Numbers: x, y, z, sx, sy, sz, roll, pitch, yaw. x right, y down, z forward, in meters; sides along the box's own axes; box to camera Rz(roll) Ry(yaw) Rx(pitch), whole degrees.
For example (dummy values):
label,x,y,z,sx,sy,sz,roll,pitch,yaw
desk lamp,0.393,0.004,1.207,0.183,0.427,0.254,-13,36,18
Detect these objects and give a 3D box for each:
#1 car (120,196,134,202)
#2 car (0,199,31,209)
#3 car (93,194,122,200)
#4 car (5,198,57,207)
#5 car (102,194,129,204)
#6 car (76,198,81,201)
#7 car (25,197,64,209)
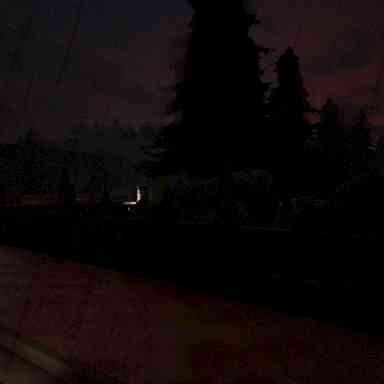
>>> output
label,x,y,z,sx,sy,sz,roll,pitch,yaw
car,-6.276,1.469,41.701,1.882,1.535,5.008,0,1,36
car,-25.015,1.601,45.941,1.895,1.301,4.718,0,0,36
car,-14.544,1.391,54.532,2.128,1.511,4.902,0,2,36
car,-13.456,1.492,25.717,2.128,1.511,4.902,0,0,36
car,-14.056,1.186,61.207,1.837,1.490,4.892,0,3,36
car,-19.879,1.506,53.088,1.812,1.442,4.674,0,1,35
car,-20.441,1.526,46.306,1.812,1.442,4.674,0,0,36
